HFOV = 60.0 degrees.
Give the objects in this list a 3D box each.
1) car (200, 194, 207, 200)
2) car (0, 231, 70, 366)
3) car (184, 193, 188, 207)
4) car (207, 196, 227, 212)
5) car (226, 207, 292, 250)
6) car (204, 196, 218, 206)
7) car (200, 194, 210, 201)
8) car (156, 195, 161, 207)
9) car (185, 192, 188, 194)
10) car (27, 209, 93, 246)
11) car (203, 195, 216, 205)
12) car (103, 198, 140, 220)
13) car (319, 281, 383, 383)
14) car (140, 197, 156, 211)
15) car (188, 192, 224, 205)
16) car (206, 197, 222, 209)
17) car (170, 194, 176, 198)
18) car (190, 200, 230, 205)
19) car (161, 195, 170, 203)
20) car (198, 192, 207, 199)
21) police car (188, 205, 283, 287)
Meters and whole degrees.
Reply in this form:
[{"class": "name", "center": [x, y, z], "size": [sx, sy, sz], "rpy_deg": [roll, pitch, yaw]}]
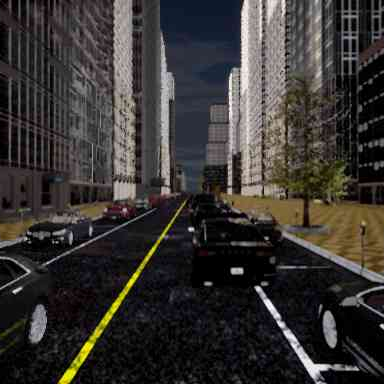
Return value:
[{"class": "car", "center": [2.880, 1.146, 83.056], "size": [1.752, 1.417, 4.829], "rpy_deg": [0, 0, 0]}, {"class": "car", "center": [-3.095, 1.488, 3.346], "size": [1.837, 1.490, 4.892], "rpy_deg": [0, 0, 0]}, {"class": "car", "center": [0.124, 1.288, 46.150], "size": [1.837, 1.490, 4.892], "rpy_deg": [0, 0, 0]}, {"class": "car", "center": [2.778, 1.264, 37.374], "size": [1.967, 1.590, 4.097], "rpy_deg": [0, 0, 0]}, {"class": "car", "center": [2.727, 1.480, 14.620], "size": [2.008, 1.369, 4.403], "rpy_deg": [0, 0, 0]}, {"class": "car", "center": [2.803, 1.353, 48.753], "size": [1.802, 1.307, 4.206], "rpy_deg": [0, 0, 0]}, {"class": "car", "center": [2.854, 1.236, 71.508], "size": [1.947, 1.339, 4.313], "rpy_deg": [0, 0, 0]}, {"class": "car", "center": [-5.590, 1.342, 43.105], "size": [1.887, 1.381, 4.507], "rpy_deg": [0, 0, 0]}, {"class": "car", "center": [0.124, 1.241, 56.433], "size": [1.837, 1.490, 4.892], "rpy_deg": [0, 0, 0]}, {"class": "car", "center": [-5.654, 1.480, 14.660], "size": [2.008, 1.369, 4.403], "rpy_deg": [0, 0, 0]}, {"class": "car", "center": [2.816, 1.296, 54.442], "size": [2.008, 1.369, 4.403], "rpy_deg": [0, 0, 0]}, {"class": "car", "center": [-5.627, 1.316, 26.038], "size": [1.967, 1.590, 4.097], "rpy_deg": [0, 0, 0]}, {"class": "car", "center": [2.701, 1.535, 3.242], "size": [2.008, 1.369, 4.403], "rpy_deg": [0, 0, 0]}, {"class": "car", "center": [-5.603, 1.374, 37.416], "size": [2.008, 1.369, 4.403], "rpy_deg": [0, 0, 0]}, {"class": "car", "center": [0.954, 1.105, 25.222], "size": [2.150, 2.045, 5.566], "rpy_deg": [0, 0, 0]}, {"class": "car", "center": [2.790, 1.342, 43.064], "size": [1.887, 1.381, 4.507], "rpy_deg": [0, 0, 0]}, {"class": "car", "center": [-5.476, 1.124, 94.306], "size": [2.008, 1.369, 4.403], "rpy_deg": [0, 0, 0]}, {"class": "car", "center": [0.940, 1.413, 19.193], "size": [1.837, 1.490, 4.892], "rpy_deg": [0, 0, 0]}, {"class": "car", "center": [-5.552, 1.265, 60.172], "size": [1.887, 1.381, 4.507], "rpy_deg": [0, 0, 0]}, {"class": "car", "center": [2.906, 0.888, 94.263], "size": [2.192, 1.841, 5.009], "rpy_deg": [0, 0, 0]}, {"class": "police car", "center": [0.918, 1.380, 9.302], "size": [1.930, 1.638, 5.238], "rpy_deg": [0, 0, 0]}]
